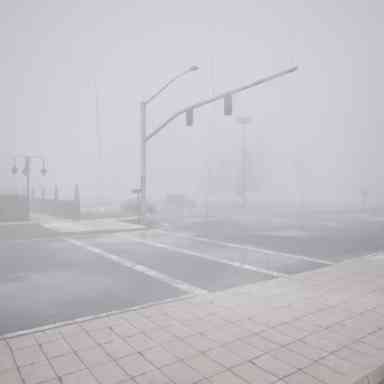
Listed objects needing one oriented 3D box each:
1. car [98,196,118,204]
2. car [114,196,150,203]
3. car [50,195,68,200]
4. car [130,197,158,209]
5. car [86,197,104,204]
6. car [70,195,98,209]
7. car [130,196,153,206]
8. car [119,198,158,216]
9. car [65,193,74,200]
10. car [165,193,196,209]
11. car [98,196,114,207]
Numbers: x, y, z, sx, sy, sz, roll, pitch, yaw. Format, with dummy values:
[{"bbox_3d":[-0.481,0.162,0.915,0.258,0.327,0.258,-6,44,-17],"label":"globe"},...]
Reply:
[{"bbox_3d":[-17.111,1.548,67.383,2.033,1.411,5.357,0,0,-36],"label":"car"},{"bbox_3d":[-7.456,1.547,42.116,2.033,1.411,5.357,0,0,-36],"label":"car"},{"bbox_3d":[-24.227,1.601,59.242,1.895,1.301,4.718,0,0,-36],"label":"car"},{"bbox_3d":[-6.851,1.504,47.225,1.837,1.490,4.892,0,0,-36],"label":"car"},{"bbox_3d":[-18.515,1.601,63.308,1.895,1.301,4.718,0,0,-36],"label":"car"},{"bbox_3d":[-15.315,1.525,46.955,1.812,1.442,4.674,0,0,-36],"label":"car"},{"bbox_3d":[-8.480,1.504,55.407,1.837,1.490,4.892,0,0,-36],"label":"car"},{"bbox_3d":[-5.314,1.601,33.241,1.895,1.301,4.718,0,0,-36],"label":"car"},{"bbox_3d":[-22.758,1.220,63.217,2.150,2.045,5.566,0,1,-36],"label":"car"},{"bbox_3d":[-1.691,1.221,46.092,2.150,2.045,5.566,0,0,-36],"label":"car"},{"bbox_3d":[-13.971,1.504,51.051,1.837,1.490,4.892,0,0,-36],"label":"car"}]
